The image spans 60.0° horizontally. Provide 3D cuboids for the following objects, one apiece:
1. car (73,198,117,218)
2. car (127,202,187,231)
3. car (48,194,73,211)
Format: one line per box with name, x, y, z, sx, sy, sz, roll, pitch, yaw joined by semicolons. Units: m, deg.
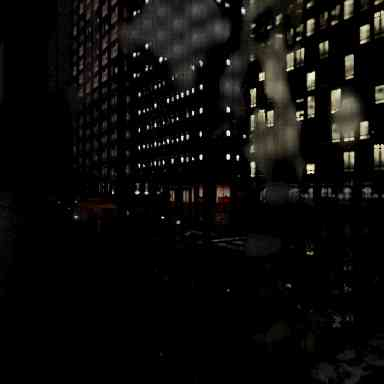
car;-7.824;1.254;27.364;1.882;1.535;5.008;0;0;-37
car;-2.193;1.344;19.795;2.128;1.511;4.902;0;0;-37
car;-13.711;1.045;35.292;2.097;1.767;4.553;0;0;-37
